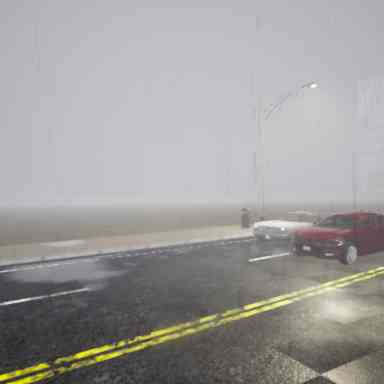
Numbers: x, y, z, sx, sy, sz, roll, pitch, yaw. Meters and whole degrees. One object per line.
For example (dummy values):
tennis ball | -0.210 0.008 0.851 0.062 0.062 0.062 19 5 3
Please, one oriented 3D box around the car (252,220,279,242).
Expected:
car | 4.962 1.563 15.238 4.718 1.301 1.895 -1 0 -36

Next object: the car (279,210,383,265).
car | 5.543 1.433 11.652 5.008 1.535 1.882 -1 0 -36
